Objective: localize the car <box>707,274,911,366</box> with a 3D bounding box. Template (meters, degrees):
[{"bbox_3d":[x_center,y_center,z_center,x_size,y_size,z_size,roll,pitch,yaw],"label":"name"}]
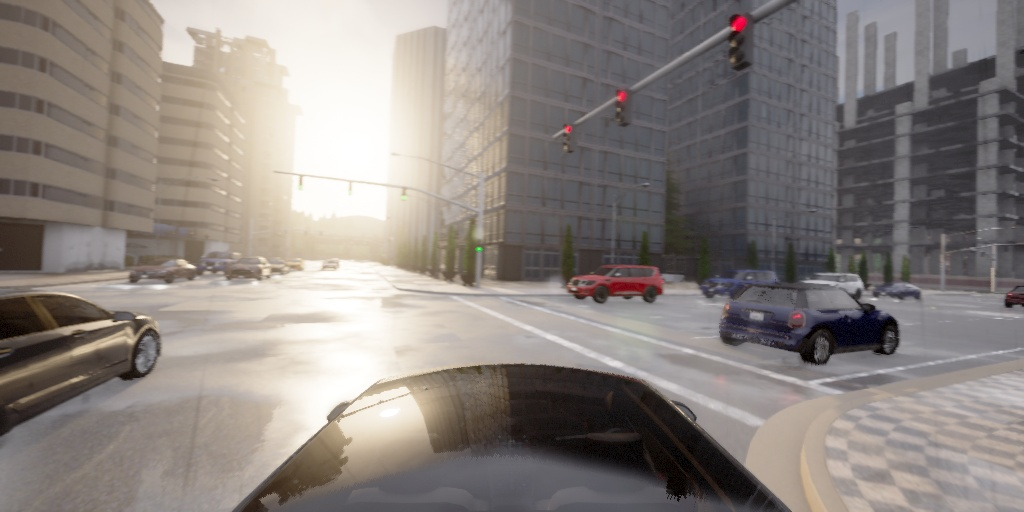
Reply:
[{"bbox_3d":[7.537,1.492,9.102,4.553,1.767,2.097,3,-1,-24],"label":"car"}]

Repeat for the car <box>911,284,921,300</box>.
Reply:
[{"bbox_3d":[34.331,3.078,31.926,4.674,1.442,1.812,3,-1,-22],"label":"car"}]

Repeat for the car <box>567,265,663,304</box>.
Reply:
[{"bbox_3d":[5.820,1.499,20.007,5.566,2.045,2.150,3,-1,-23],"label":"car"}]

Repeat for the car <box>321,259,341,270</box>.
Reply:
[{"bbox_3d":[-26.214,1.331,51.592,1.895,1.301,4.718,3,-1,-23],"label":"car"}]

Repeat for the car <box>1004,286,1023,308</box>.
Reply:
[{"bbox_3d":[37.678,2.912,25.633,4.553,1.767,2.097,3,-1,-22],"label":"car"}]

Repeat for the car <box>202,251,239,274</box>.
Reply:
[{"bbox_3d":[-25.413,0.609,31.428,2.150,2.045,5.566,3,-1,-23],"label":"car"}]

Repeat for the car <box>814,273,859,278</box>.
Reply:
[{"bbox_3d":[24.873,2.351,28.007,5.566,2.045,2.150,3,-1,-23],"label":"car"}]

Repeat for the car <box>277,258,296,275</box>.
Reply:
[{"bbox_3d":[-23.514,1.088,35.881,2.033,1.411,5.357,3,-1,-23],"label":"car"}]

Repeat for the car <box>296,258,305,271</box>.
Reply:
[{"bbox_3d":[-27.458,1.045,45.289,1.882,1.535,5.008,3,-1,-23],"label":"car"}]

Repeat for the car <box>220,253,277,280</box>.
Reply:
[{"bbox_3d":[-19.804,0.869,27.168,2.097,1.767,4.553,3,-1,-23],"label":"car"}]

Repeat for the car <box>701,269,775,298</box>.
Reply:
[{"bbox_3d":[15.327,1.924,23.998,5.566,2.045,2.150,3,-1,-22],"label":"car"}]

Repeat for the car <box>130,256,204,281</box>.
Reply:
[{"bbox_3d":[-21.657,0.888,22.478,1.812,1.442,4.674,3,-1,-22],"label":"car"}]

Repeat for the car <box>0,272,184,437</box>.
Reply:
[{"bbox_3d":[-5.826,1.075,3.786,1.837,1.490,4.892,2,-1,-23],"label":"car"}]
